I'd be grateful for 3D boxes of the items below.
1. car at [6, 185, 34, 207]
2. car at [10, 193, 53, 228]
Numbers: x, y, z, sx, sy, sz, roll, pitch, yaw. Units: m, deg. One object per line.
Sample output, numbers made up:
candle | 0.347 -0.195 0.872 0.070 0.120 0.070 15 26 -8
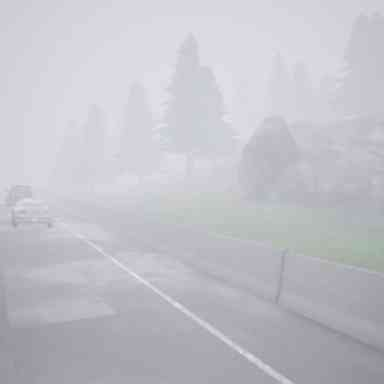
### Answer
car | -16.427 0.349 31.821 2.150 2.045 5.566 3 0 -29
car | -8.686 1.060 18.038 1.812 1.442 4.674 3 0 -29
